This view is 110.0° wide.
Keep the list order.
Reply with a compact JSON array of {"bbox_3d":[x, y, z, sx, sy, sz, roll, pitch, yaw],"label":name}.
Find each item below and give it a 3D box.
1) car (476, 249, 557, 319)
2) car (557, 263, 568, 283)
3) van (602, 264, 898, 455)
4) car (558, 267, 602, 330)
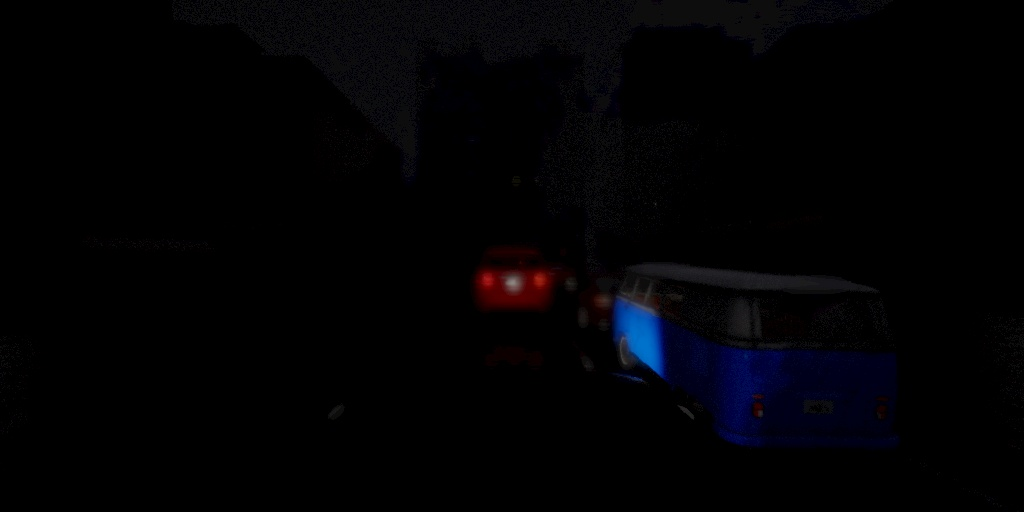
[{"bbox_3d":[0.054,0.822,12.207,2.150,2.045,5.566,0,0,0],"label":"car"},{"bbox_3d":[2.636,1.072,21.263,1.802,1.307,4.207,0,0,0],"label":"car"},{"bbox_3d":[2.639,1.045,4.951,1.690,1.789,3.998,0,0,0],"label":"van"},{"bbox_3d":[2.638,1.175,10.388,1.888,1.381,4.507,0,0,0],"label":"car"}]
